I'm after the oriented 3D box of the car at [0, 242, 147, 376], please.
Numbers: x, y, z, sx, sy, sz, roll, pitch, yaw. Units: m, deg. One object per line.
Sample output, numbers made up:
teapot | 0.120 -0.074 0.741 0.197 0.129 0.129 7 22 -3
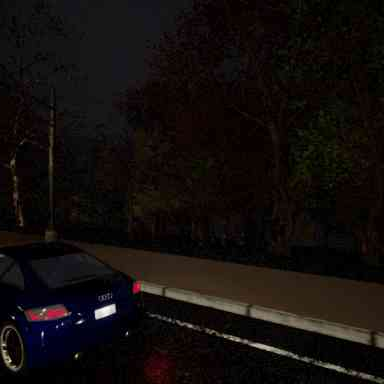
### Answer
car | -2.763 1.563 5.638 4.181 1.385 1.994 0 0 37
